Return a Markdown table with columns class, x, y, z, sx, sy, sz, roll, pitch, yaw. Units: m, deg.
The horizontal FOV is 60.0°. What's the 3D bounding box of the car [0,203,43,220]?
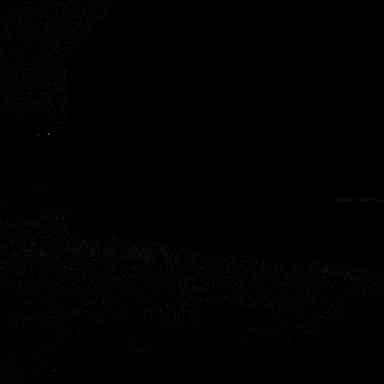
| class | x | y | z | sx | sy | sz | roll | pitch | yaw |
| --- | --- | --- | --- | --- | --- | --- | --- | --- | --- |
| car | -14.826 | 1.575 | 27.341 | 1.752 | 1.417 | 4.829 | -1 | -1 | 36 |
